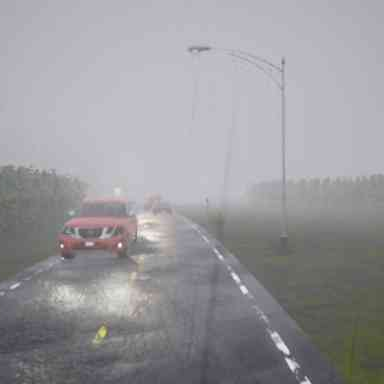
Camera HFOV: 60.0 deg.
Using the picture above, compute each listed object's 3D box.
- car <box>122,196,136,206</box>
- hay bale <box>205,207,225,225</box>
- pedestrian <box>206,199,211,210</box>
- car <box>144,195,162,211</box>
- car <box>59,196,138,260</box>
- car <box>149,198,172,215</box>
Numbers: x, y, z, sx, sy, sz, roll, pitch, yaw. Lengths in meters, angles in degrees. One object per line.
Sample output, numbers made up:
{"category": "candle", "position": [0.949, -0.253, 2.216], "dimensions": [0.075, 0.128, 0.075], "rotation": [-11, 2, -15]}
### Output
{"category": "car", "position": [-10.097, 1.382, 53.350], "dimensions": [1.837, 1.490, 4.892], "rotation": [0, 0, -15]}
{"category": "hay bale", "position": [1.646, 1.740, 24.151], "dimensions": [1.220, 1.180, 1.240], "rotation": [0, 0, -7]}
{"category": "pedestrian", "position": [1.228, 1.376, 25.089], "dimensions": [0.375, 1.860, 0.375], "rotation": [0, 0, -12]}
{"category": "car", "position": [-5.233, 1.430, 45.477], "dimensions": [2.150, 2.045, 5.566], "rotation": [0, 0, -13]}
{"category": "car", "position": [-3.373, 1.275, 13.107], "dimensions": [2.150, 2.045, 5.566], "rotation": [0, 0, -4]}
{"category": "car", "position": [-3.220, 1.651, 35.501], "dimensions": [1.837, 1.490, 4.892], "rotation": [0, 0, -10]}
